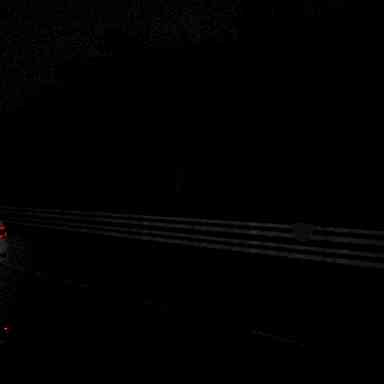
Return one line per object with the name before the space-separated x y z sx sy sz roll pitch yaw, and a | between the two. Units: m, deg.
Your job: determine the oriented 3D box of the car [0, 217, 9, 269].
car | -7.158 1.155 8.971 5.566 2.045 2.150 0 0 35
